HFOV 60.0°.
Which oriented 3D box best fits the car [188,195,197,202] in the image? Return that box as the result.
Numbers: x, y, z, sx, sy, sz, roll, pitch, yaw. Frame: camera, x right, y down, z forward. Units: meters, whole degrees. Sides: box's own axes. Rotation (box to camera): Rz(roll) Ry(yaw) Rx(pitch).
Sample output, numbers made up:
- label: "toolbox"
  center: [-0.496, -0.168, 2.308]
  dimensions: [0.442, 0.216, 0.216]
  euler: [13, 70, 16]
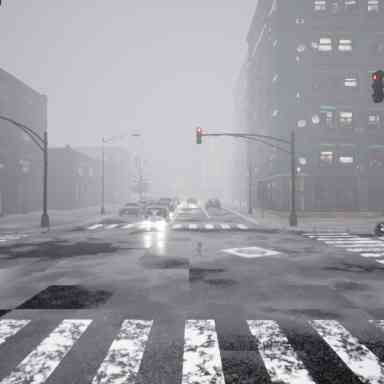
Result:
- label: "car"
  center: [0.010, 1.387, 69.890]
  dimensions: [1.812, 1.442, 4.674]
  euler: [0, 0, 0]

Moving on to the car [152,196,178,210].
- label: "car"
  center: [-3.090, 1.368, 38.962]
  dimensions: [2.097, 1.767, 4.553]
  euler: [0, 0, 0]

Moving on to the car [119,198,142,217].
- label: "car"
  center: [-5.748, 1.558, 31.795]
  dimensions: [1.887, 1.381, 4.507]
  euler: [1, 0, 0]

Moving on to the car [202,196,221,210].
- label: "car"
  center: [2.712, 1.458, 43.223]
  dimensions: [1.967, 1.590, 4.097]
  euler: [1, 0, 0]

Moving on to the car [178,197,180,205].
- label: "car"
  center: [-3.084, 1.546, 47.957]
  dimensions: [1.812, 1.442, 4.674]
  euler: [0, 0, 0]

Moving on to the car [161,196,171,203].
- label: "car"
  center: [-5.666, 1.613, 71.597]
  dimensions: [1.802, 1.307, 4.206]
  euler: [1, 0, 0]

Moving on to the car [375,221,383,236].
- label: "car"
  center: [10.640, 1.504, 14.973]
  dimensions: [4.181, 1.385, 1.994]
  euler: [-1, -1, 5]

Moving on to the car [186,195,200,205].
- label: "car"
  center: [0.009, 1.503, 59.464]
  dimensions: [1.882, 1.535, 5.008]
  euler: [0, 0, 0]

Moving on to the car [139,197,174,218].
- label: "car"
  center: [-3.093, 1.504, 29.943]
  dimensions: [2.128, 1.511, 4.902]
  euler: [0, 0, 0]

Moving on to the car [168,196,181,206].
- label: "car"
  center: [-3.045, 1.502, 58.383]
  dimensions: [1.882, 1.535, 5.008]
  euler: [0, 0, 1]
